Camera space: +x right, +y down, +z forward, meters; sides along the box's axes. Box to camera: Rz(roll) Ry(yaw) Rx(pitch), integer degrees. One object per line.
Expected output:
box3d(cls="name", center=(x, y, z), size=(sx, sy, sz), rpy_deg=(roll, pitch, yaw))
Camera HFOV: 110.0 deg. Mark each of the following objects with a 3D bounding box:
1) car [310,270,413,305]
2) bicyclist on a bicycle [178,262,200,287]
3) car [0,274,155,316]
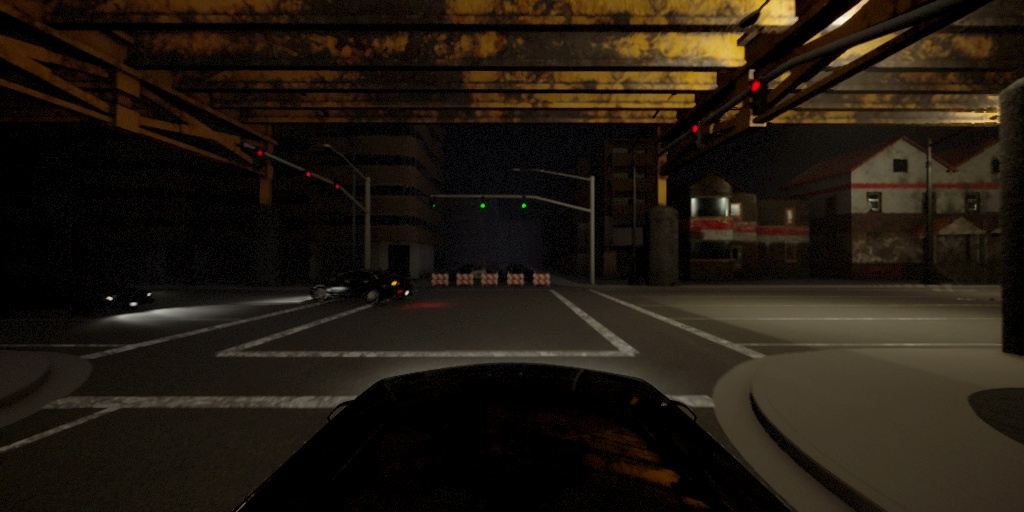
box3d(cls="car", center=(-6.984, 1.382, 16.618), size=(4.892, 1.490, 1.837), rpy_deg=(0, -3, 17))
box3d(cls="bicyclist on a bicycle", center=(-21.857, 1.245, 24.267), size=(0.582, 1.620, 1.656), rpy_deg=(0, 0, 0))
box3d(cls="car", center=(-16.693, 1.396, 13.307), size=(5.357, 1.411, 2.033), rpy_deg=(0, 0, 0))
